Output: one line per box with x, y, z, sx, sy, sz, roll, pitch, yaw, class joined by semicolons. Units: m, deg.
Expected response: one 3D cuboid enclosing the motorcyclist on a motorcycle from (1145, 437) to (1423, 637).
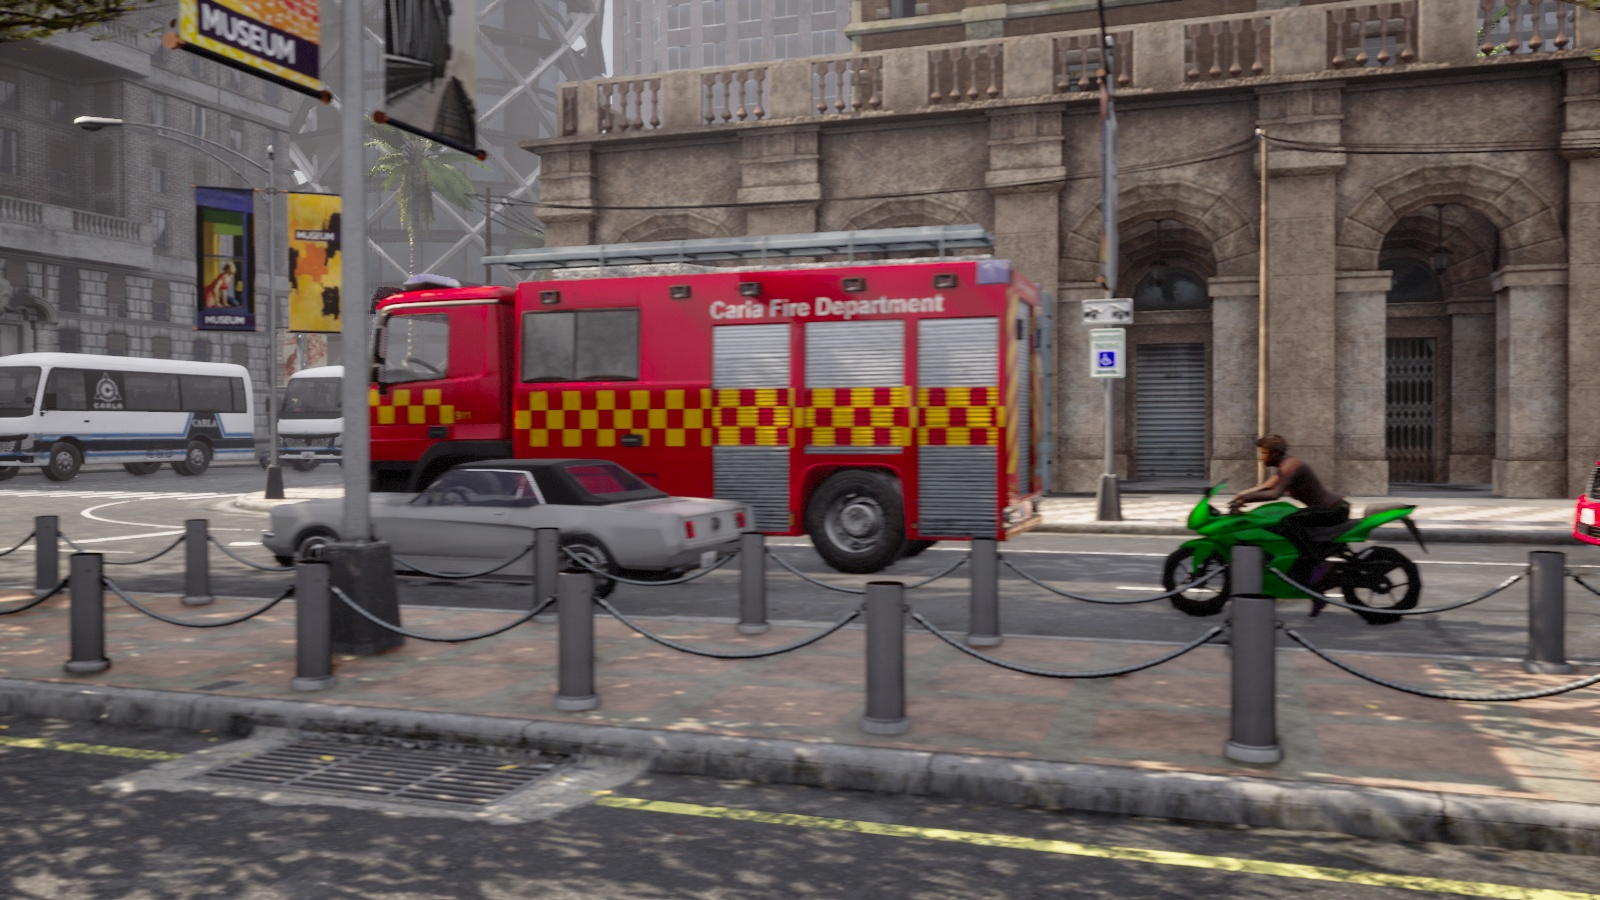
3.919;0.658;10.314;2.044;1.523;0.797;1;1;19;motorcyclist on a motorcycle

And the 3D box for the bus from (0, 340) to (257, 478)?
-24.372;-1.347;44.060;3.944;4.253;10.273;1;1;18;bus

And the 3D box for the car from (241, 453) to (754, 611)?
-3.003;0.714;12.568;4.718;1.301;1.895;1;1;20;car

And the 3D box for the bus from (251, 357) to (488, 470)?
-17.742;-1.464;52.923;3.944;4.253;10.273;1;1;19;bus

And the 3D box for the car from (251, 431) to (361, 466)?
-21.114;-0.090;53.881;1.812;1.442;4.674;1;1;18;car

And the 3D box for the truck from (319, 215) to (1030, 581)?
-1.586;-0.598;15.840;8.468;3.827;2.891;1;1;19;truck

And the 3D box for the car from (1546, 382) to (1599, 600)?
10.454;0.396;11.805;5.566;2.045;2.150;0;1;19;car
